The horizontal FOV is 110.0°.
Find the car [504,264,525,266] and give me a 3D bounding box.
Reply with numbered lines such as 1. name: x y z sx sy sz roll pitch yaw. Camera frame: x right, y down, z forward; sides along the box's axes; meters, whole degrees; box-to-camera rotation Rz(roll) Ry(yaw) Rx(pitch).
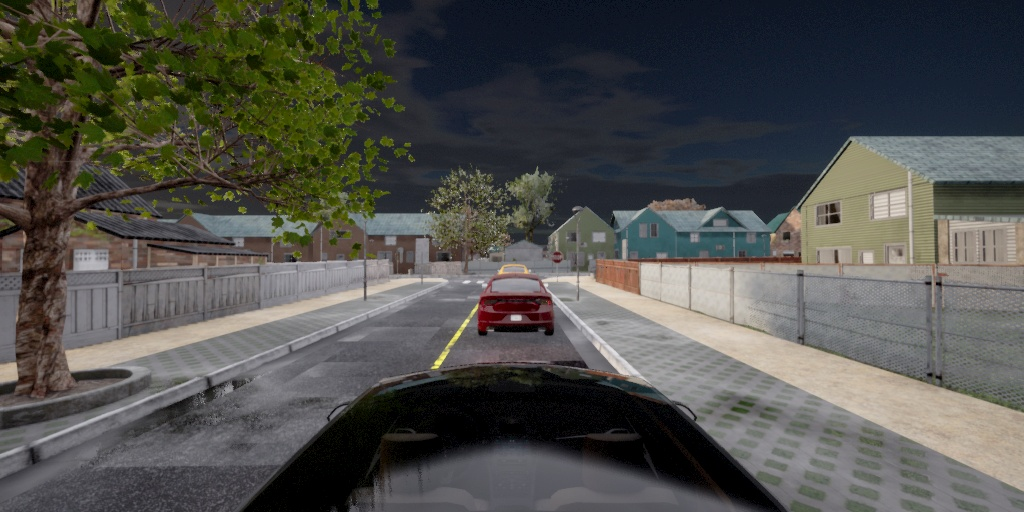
1. car: 0.146 1.237 21.443 1.882 1.535 5.008 0 0 1

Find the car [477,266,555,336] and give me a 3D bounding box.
1. car: 0.096 1.232 10.483 1.882 1.535 5.008 0 0 0
